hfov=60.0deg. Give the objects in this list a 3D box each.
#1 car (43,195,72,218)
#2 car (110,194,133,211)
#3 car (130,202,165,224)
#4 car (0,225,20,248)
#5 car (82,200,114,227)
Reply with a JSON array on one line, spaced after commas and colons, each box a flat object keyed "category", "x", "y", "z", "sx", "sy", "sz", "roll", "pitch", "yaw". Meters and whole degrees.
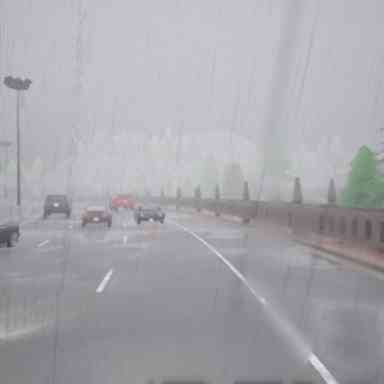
[{"category": "car", "x": -12.395, "y": 1.261, "z": 30.781, "sx": 2.150, "sy": 2.045, "sz": 5.566, "roll": 0, "pitch": 0, "yaw": -19}, {"category": "car", "x": -8.644, "y": 1.243, "z": 40.439, "sx": 2.150, "sy": 2.045, "sz": 5.566, "roll": 0, "pitch": -1, "yaw": -23}, {"category": "car", "x": -3.276, "y": 1.595, "z": 24.628, "sx": 1.895, "sy": 1.301, "sz": 4.718, "roll": 0, "pitch": 0, "yaw": -14}, {"category": "car", "x": -7.899, "y": 1.615, "z": 11.855, "sx": 1.895, "sy": 1.301, "sz": 4.718, "roll": 0, "pitch": 0, "yaw": -7}, {"category": "car", "x": -6.472, "y": 1.534, "z": 22.881, "sx": 1.812, "sy": 1.442, "sz": 4.674, "roll": 0, "pitch": 0, "yaw": -13}]
